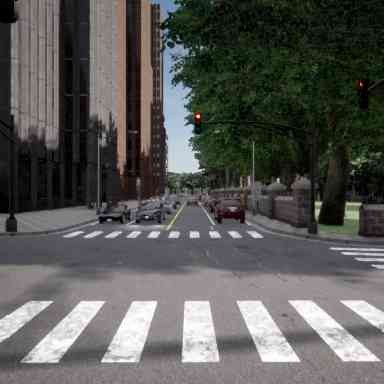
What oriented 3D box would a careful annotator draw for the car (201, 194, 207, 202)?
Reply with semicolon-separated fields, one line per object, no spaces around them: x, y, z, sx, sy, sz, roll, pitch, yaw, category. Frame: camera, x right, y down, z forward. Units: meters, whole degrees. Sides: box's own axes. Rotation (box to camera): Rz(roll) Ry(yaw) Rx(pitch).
2.819;1.480;52.530;1.967;1.590;4.097;0;0;0;car

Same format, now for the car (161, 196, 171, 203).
-5.683;1.611;74.361;1.887;1.381;4.507;0;0;0;car

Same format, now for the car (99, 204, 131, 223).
-5.735;1.576;25.248;1.947;1.339;4.313;0;0;0;car

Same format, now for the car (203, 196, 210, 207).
2.807;1.579;41.617;2.008;1.369;4.403;0;0;0;car

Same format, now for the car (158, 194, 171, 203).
-5.689;1.374;68.904;2.192;1.841;5.009;0;0;0;car

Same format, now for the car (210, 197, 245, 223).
2.790;1.325;25.248;2.192;1.841;5.009;0;0;0;car

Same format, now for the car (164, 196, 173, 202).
-5.678;1.619;79.818;1.887;1.381;4.507;0;0;0;car

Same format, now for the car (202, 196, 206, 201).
2.813;1.585;47.074;2.008;1.369;4.403;0;0;0;car

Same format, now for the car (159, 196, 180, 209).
-3.052;1.596;44.924;1.994;1.385;4.181;0;0;0;car

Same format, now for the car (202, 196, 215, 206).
2.825;1.486;57.987;1.967;1.590;4.097;0;0;0;car

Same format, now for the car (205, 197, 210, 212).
2.802;1.588;36.161;1.947;1.339;4.313;0;0;0;car

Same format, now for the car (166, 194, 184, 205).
-2.954;1.594;58.188;2.033;1.411;5.357;0;0;0;car

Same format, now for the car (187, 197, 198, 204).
0.070;1.619;65.786;1.994;1.385;4.181;0;0;0;car

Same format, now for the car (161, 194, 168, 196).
-5.695;1.634;63.447;1.802;1.307;4.206;0;0;0;car

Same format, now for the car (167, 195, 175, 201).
-5.666;1.533;90.732;1.967;1.590;4.097;0;0;0;car

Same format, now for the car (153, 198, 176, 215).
-3.062;1.621;34.856;1.895;1.301;4.718;0;0;0;car

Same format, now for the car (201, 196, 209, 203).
2.842;1.592;74.526;1.752;1.417;4.829;0;0;0;car

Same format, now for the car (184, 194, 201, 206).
0.115;1.535;55.806;2.128;1.511;4.902;0;0;1;car

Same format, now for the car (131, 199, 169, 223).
-3.079;1.516;25.520;1.837;1.490;4.892;0;0;1;car

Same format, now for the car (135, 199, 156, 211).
-5.718;1.579;41.618;2.008;1.369;4.403;0;0;0;car
